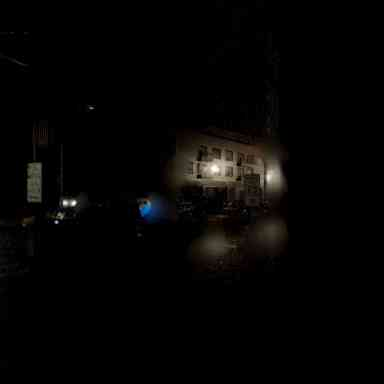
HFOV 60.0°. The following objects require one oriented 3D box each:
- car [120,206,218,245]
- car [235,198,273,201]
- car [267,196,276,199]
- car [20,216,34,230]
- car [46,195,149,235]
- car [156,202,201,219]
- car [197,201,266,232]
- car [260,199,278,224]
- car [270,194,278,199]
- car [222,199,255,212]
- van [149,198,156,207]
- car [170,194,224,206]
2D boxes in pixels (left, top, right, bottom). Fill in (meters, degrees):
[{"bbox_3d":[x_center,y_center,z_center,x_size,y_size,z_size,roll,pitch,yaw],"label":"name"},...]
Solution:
[{"bbox_3d":[-0.903,1.555,15.570,2.008,1.369,4.403,0,0,36],"label":"car"},{"bbox_3d":[6.751,1.588,36.238,1.895,1.301,4.718,0,0,36],"label":"car"},{"bbox_3d":[8.836,1.542,43.506,1.947,1.339,4.313,0,0,36],"label":"car"},{"bbox_3d":[-7.913,1.512,20.425,1.752,1.417,4.829,0,0,36],"label":"car"},{"bbox_3d":[-5.407,1.215,19.507,2.150,2.045,5.566,0,0,36],"label":"car"},{"bbox_3d":[-1.153,1.570,29.741,1.802,1.307,4.206,0,0,36],"label":"car"},{"bbox_3d":[2.526,1.530,20.294,1.752,1.417,4.829,0,0,36],"label":"car"},{"bbox_3d":[5.855,1.530,24.883,1.752,1.417,4.829,0,0,36],"label":"car"},{"bbox_3d":[12.167,1.286,48.094,2.192,1.841,5.009,0,0,36],"label":"car"},{"bbox_3d":[5.507,1.547,38.917,1.947,1.339,4.313,0,0,36],"label":"car"},{"bbox_3d":[-4.483,1.329,25.151,1.690,1.788,3.998,0,0,36],"label":"van"},{"bbox_3d":[0.682,1.215,27.890,2.150,2.045,5.566,0,0,36],"label":"car"}]
